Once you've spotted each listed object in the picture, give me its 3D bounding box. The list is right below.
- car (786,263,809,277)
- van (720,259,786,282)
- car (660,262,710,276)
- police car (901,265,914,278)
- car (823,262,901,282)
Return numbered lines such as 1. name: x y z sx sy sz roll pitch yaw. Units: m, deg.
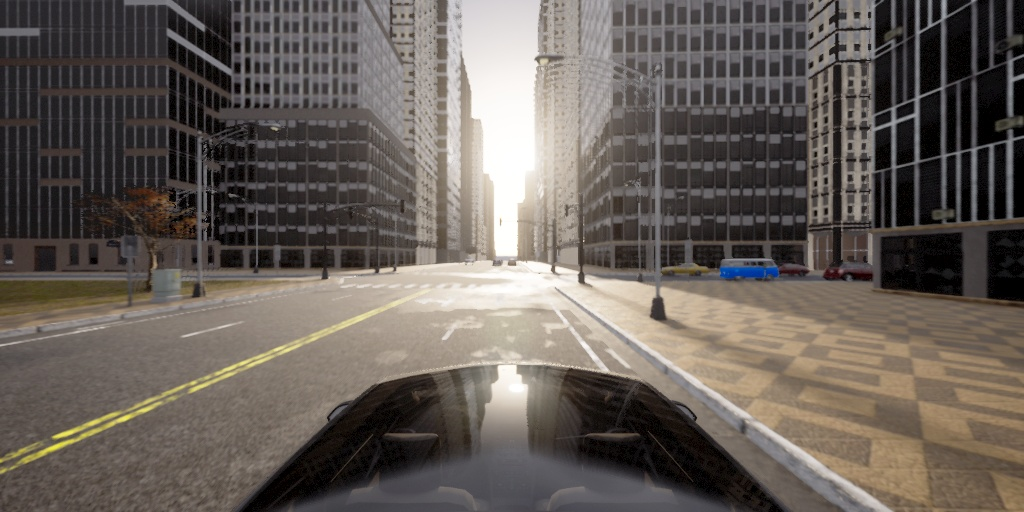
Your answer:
1. car: 26.922 1.348 35.485 4.207 1.307 1.802 0 0 2
2. van: 18.358 1.111 27.798 3.998 1.789 1.690 0 0 2
3. car: 17.087 1.285 35.970 4.829 1.417 1.751 0 0 2
4. police car: 37.725 1.282 32.528 4.974 1.542 2.038 0 0 2
5. car: 26.636 1.216 27.610 4.097 1.591 1.967 0 0 2
